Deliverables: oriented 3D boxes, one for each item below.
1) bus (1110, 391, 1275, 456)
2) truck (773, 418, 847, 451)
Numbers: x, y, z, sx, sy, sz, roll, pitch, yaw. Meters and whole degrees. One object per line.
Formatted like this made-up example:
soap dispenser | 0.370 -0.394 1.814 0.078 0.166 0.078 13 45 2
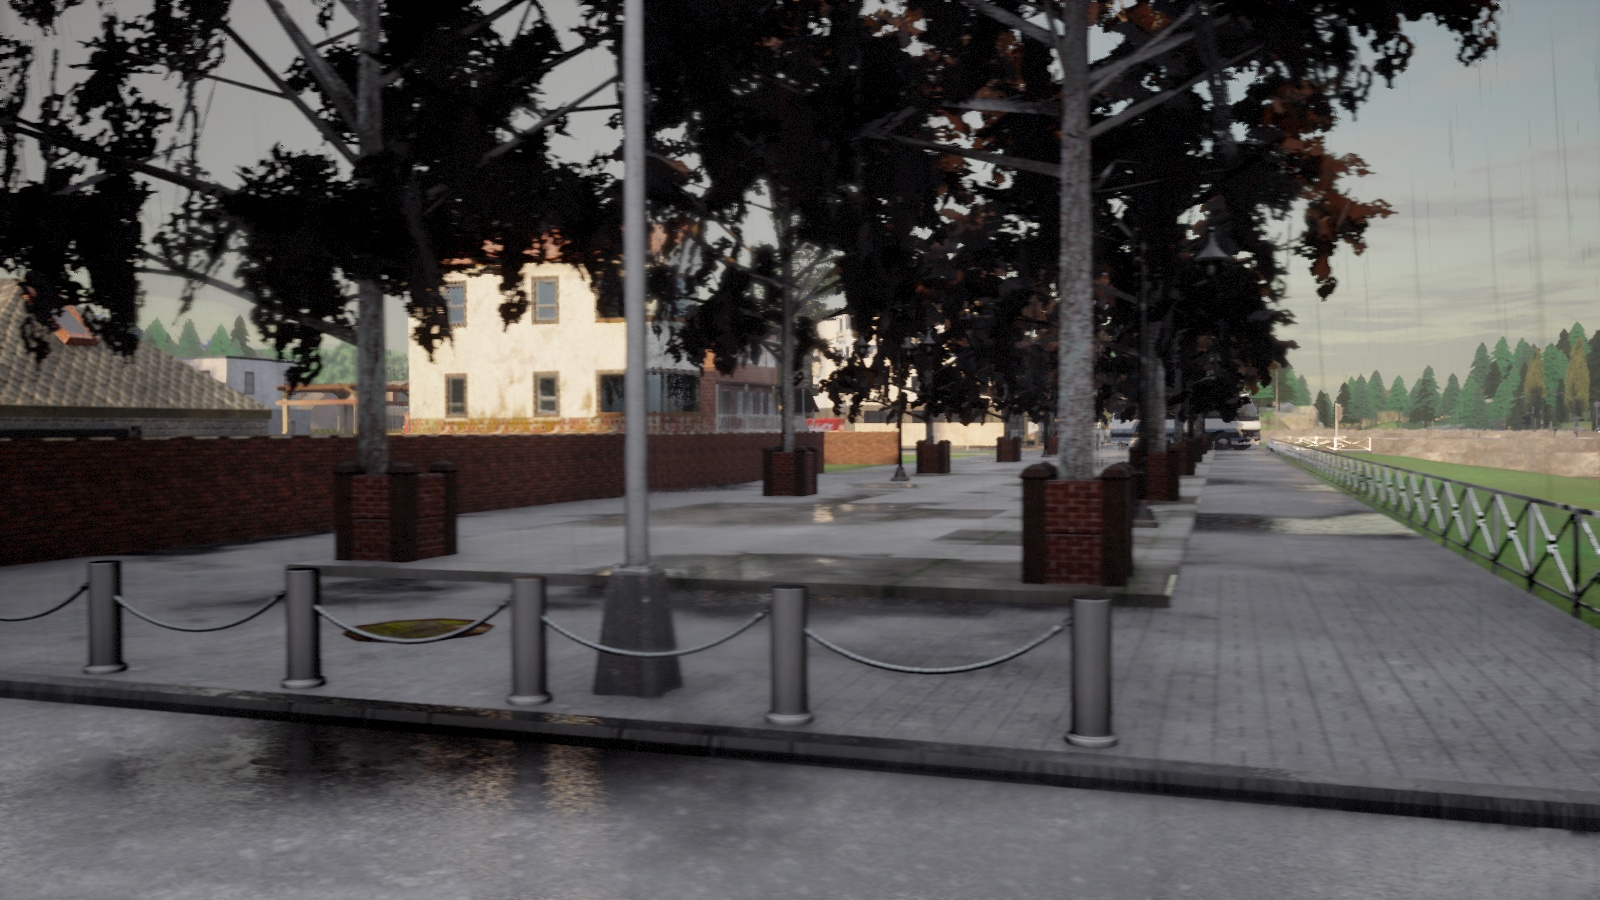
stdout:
bus | 27.200 -1.841 87.385 10.273 4.253 3.944 1 2 44
truck | 0.815 -1.195 98.844 5.204 2.467 2.627 -1 0 19
